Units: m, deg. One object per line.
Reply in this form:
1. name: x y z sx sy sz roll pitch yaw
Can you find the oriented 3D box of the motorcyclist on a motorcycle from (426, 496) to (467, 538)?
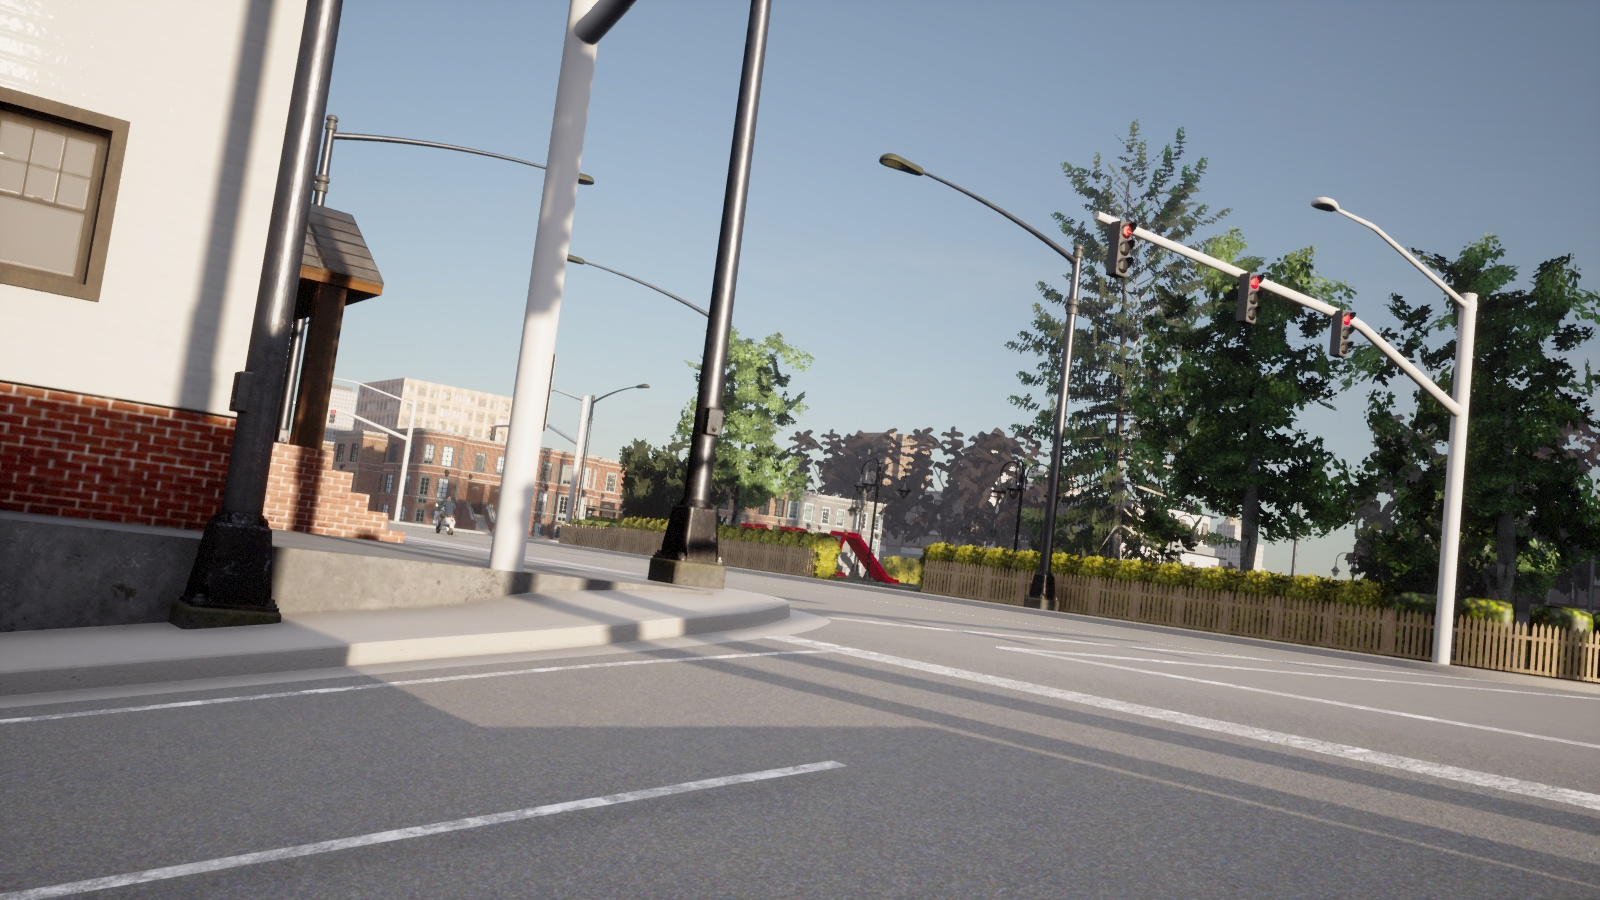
1. motorcyclist on a motorcycle: -14.747 2.788 52.391 0.866 1.590 1.817 10 -6 -35
